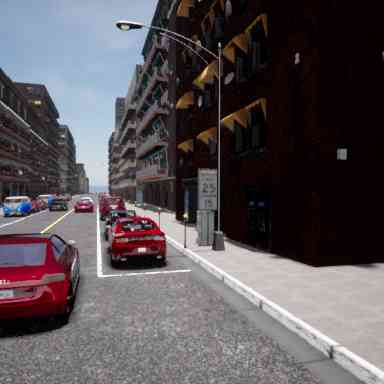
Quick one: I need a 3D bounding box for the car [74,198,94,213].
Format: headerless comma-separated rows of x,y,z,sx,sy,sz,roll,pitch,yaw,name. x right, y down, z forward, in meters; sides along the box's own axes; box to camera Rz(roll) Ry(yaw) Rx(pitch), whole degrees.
-12.073,1.554,37.328,1.994,1.385,4.181,0,0,-15,car

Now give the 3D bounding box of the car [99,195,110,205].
-15.952,1.432,60.479,1.967,1.590,4.097,-1,0,-16,car

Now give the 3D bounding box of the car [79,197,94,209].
-14.883,1.515,46.987,1.812,1.442,4.674,0,0,-16,car

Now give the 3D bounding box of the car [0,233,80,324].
-3.507,1.561,7.091,1.994,1.385,4.181,0,0,-16,car

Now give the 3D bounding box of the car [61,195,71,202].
-30.234,1.428,79.996,1.967,1.590,4.097,-1,0,-16,car

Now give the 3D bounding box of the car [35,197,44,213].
-17.770,1.567,36.432,1.802,1.307,4.206,-1,0,-16,car

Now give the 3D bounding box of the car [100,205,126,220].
-3.520,1.562,16.907,1.947,1.339,4.313,-1,0,-16,car

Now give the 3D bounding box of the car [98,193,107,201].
-23.722,1.311,87.711,2.192,1.841,5.009,-1,0,-16,car

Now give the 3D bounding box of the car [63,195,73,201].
-31.786,1.555,85.443,1.947,1.339,4.313,-1,0,-16,car

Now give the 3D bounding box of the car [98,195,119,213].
-9.738,1.307,38.693,2.192,1.841,5.009,-1,0,-16,car

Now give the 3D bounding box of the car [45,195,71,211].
-16.049,1.492,40.118,1.837,1.490,4.892,0,0,-16,car

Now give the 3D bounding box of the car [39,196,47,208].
-19.327,1.567,41.878,1.802,1.307,4.206,-1,0,-16,car

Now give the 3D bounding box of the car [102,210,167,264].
-2.061,1.542,11.789,1.887,1.381,4.507,-1,0,-16,car

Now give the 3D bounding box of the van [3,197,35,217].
-16.219,1.327,30.985,1.690,1.788,3.998,-1,0,-16,van

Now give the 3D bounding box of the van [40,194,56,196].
-20.895,1.326,47.322,1.690,1.788,3.998,-1,0,-16,van

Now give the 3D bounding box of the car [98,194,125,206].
-6.631,1.308,27.798,2.192,1.841,5.009,-1,0,-16,car
